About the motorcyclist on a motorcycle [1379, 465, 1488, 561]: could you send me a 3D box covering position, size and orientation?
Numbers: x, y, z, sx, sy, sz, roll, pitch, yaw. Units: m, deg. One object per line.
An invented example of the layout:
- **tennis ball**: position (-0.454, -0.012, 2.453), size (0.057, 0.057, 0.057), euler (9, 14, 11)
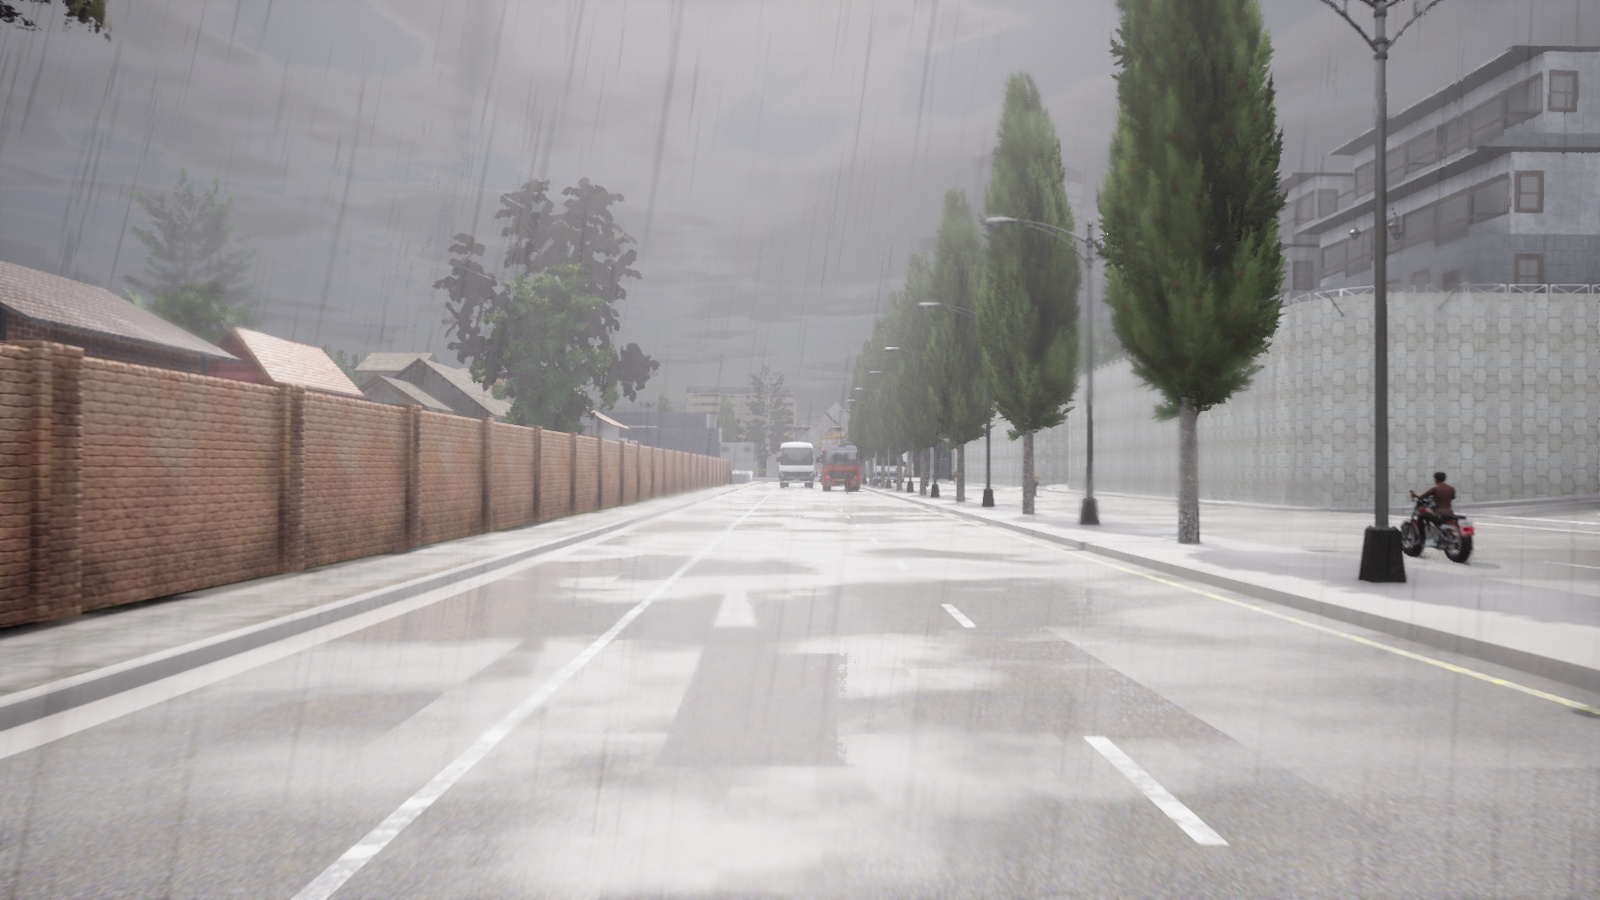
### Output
- **motorcyclist on a motorcycle**: position (11.444, 1.101, 22.801), size (0.766, 1.649, 2.350), euler (0, -1, 0)
